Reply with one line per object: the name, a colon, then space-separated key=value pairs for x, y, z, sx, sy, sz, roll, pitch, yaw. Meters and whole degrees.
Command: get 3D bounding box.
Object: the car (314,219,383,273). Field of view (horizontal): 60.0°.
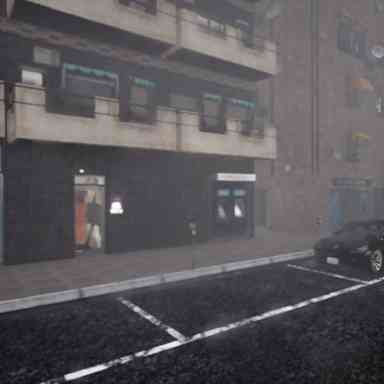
car: x=5.752 y=1.574 z=10.667 sx=4.313 sy=1.339 sz=1.947 roll=0 pitch=0 yaw=-35
